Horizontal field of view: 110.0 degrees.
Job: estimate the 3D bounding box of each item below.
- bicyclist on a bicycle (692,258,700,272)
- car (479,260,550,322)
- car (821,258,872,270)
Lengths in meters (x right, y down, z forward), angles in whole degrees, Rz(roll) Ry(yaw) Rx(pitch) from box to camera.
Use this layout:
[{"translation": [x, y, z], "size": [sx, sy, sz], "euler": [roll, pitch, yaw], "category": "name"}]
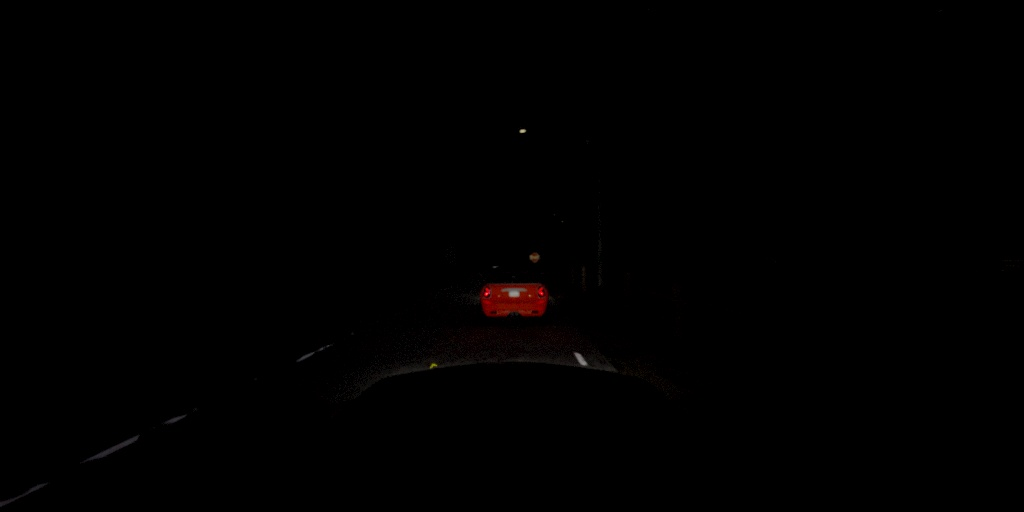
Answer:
[{"translation": [20.069, 1.042, 39.184], "size": [0.582, 1.620, 1.656], "euler": [0, 0, 0], "category": "bicyclist on a bicycle"}, {"translation": [0.077, 1.112, 12.436], "size": [2.097, 1.767, 4.553], "euler": [-1, 0, 0], "category": "car"}, {"translation": [39.394, 0.975, 42.236], "size": [5.008, 1.535, 1.882], "euler": [-1, -2, 0], "category": "car"}]
